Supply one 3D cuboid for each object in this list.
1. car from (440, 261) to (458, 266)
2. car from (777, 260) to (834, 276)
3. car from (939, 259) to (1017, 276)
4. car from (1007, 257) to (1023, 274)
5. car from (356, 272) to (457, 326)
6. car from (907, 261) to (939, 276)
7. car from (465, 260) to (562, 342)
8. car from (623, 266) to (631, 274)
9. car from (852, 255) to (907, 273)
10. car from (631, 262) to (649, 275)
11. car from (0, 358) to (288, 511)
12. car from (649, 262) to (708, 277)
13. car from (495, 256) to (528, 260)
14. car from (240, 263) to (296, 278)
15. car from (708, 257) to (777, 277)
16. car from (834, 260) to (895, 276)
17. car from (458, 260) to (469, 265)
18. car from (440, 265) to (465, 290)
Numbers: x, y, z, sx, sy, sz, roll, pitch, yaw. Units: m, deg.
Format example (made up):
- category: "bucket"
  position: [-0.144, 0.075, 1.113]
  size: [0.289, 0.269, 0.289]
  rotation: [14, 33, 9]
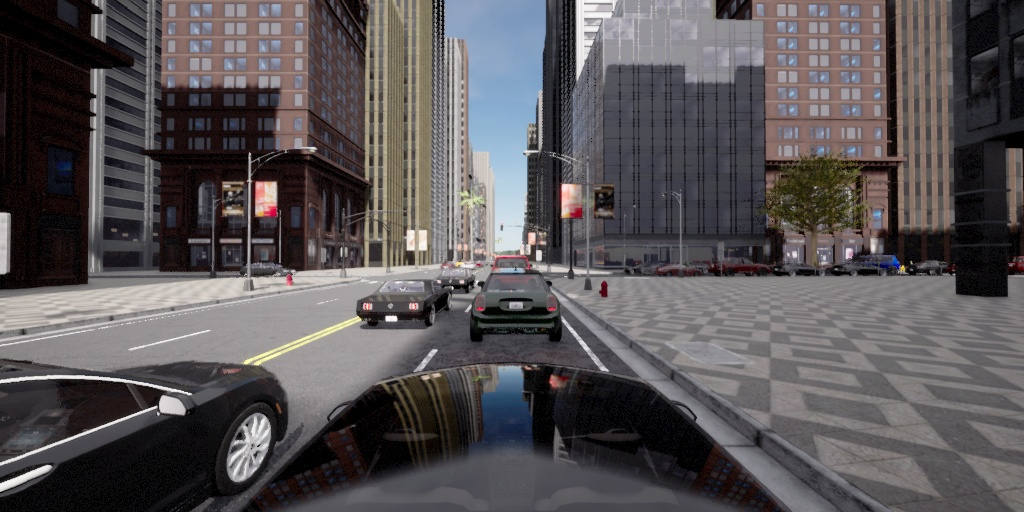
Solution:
- category: "car"
  position: [-9.938, 1.519, 55.716]
  size: [1.812, 1.442, 4.674]
  rotation: [0, 0, 0]
- category: "car"
  position: [26.533, 1.274, 33.196]
  size: [4.313, 1.339, 1.948]
  rotation: [0, 0, -1]
- category: "car"
  position: [43.446, 1.212, 33.491]
  size: [4.507, 1.381, 1.888]
  rotation: [0, 0, -1]
- category: "car"
  position: [49.084, 0.972, 33.588]
  size: [5.009, 1.841, 2.192]
  rotation: [0, 0, -1]
- category: "car"
  position: [-3.166, 1.361, 11.631]
  size: [1.895, 1.301, 4.718]
  rotation: [0, 0, 0]
- category: "car"
  position: [42.526, 1.226, 36.106]
  size: [4.674, 1.442, 1.812]
  rotation: [0, -1, -1]
- category: "car"
  position: [0.082, 1.108, 9.983]
  size: [2.097, 1.767, 4.553]
  rotation: [0, 0, 0]
- category: "car"
  position: [15.112, 1.411, 41.523]
  size: [4.313, 1.339, 1.948]
  rotation: [0, 0, -1]
- category: "car"
  position: [38.881, 0.967, 39.164]
  size: [5.566, 2.045, 2.150]
  rotation: [0, -1, -1]
- category: "car"
  position: [15.599, 1.375, 38.783]
  size: [4.181, 1.385, 1.994]
  rotation: [0, -1, -1]
- category: "car"
  position: [-3.151, 1.253, 1.614]
  size: [1.837, 1.490, 4.892]
  rotation: [0, 0, 0]
- category: "car"
  position: [15.258, 1.326, 33.000]
  size: [4.207, 1.307, 1.802]
  rotation: [0, 0, -1]
- category: "car"
  position: [-0.034, 1.003, 19.504]
  size: [2.150, 2.045, 5.566]
  rotation: [0, 0, 0]
- category: "car"
  position: [-23.732, 1.422, 34.958]
  size: [4.902, 1.511, 2.128]
  rotation: [0, -1, 0]
- category: "car"
  position: [20.896, 1.040, 33.098]
  size: [5.009, 1.841, 2.192]
  rotation: [0, 0, -1]
- category: "car"
  position: [32.170, 1.259, 33.294]
  size: [4.313, 1.339, 1.948]
  rotation: [0, 0, -1]
- category: "car"
  position: [-6.692, 1.591, 55.275]
  size: [1.895, 1.301, 4.718]
  rotation: [0, 0, 0]
- category: "car"
  position: [-3.187, 1.387, 20.800]
  size: [1.895, 1.301, 4.718]
  rotation: [0, 0, 0]
